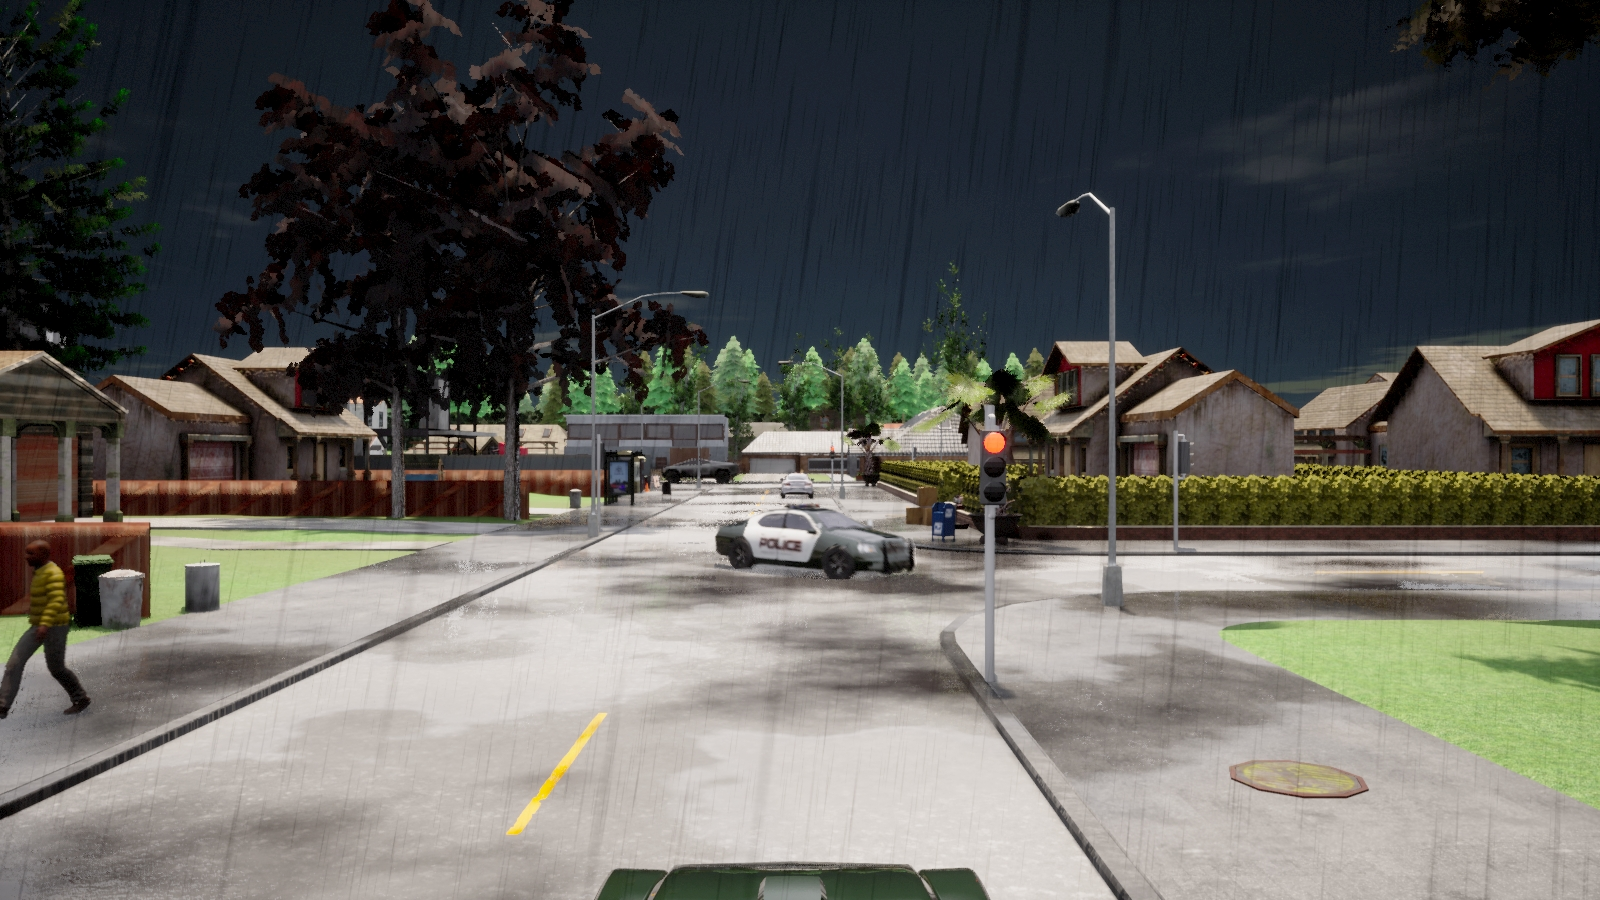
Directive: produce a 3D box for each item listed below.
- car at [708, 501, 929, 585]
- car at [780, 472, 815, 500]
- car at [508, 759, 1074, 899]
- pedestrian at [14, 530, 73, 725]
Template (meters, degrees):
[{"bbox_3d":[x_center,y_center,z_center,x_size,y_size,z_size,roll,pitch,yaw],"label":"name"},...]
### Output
[{"bbox_3d":[0.339,2.038,26.203,4.974,1.542,2.038,0,-1,43],"label":"car"},{"bbox_3d":[-0.164,2.081,66.907,2.002,1.442,4.674,0,0,0],"label":"car"},{"bbox_3d":[-0.028,2.155,3.193,1.895,1.301,4.718,0,0,0],"label":"car"},{"bbox_3d":[-7.540,1.746,11.387,0.375,1.860,0.375,0,0,33],"label":"pedestrian"}]
